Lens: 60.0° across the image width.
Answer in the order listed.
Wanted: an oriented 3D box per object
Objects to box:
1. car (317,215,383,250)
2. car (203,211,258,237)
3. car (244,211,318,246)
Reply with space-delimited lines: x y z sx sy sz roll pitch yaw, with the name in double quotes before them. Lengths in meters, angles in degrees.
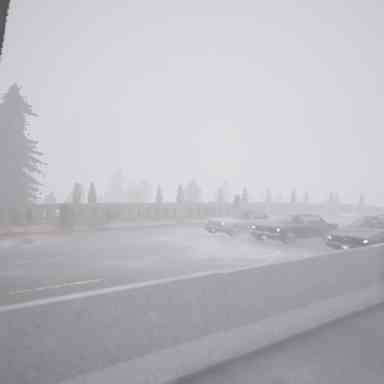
"car" 7.829 1.694 13.871 5.357 1.411 2.033 1 0 -35
"car" 2.941 1.737 18.982 4.718 1.301 1.895 1 0 -35
"car" 5.049 1.738 16.187 4.718 1.301 1.895 1 0 -35
